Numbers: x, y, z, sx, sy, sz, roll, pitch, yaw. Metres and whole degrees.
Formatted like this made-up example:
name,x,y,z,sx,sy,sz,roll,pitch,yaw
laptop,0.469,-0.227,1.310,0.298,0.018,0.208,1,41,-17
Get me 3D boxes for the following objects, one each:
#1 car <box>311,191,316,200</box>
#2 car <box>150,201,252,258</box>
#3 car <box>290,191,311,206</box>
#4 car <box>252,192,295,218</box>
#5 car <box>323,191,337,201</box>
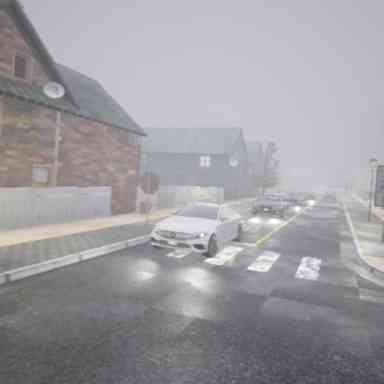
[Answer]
name,x,y,z,sx,sy,sz,roll,pitch,yaw
car,17.151,0.473,48.915,1.895,1.301,4.718,4,3,24
car,0.419,1.059,11.118,1.812,1.442,4.674,4,3,24
car,10.796,0.639,34.686,2.033,1.411,5.357,4,3,24
car,5.420,0.884,22.489,1.994,1.385,4.181,4,3,24
car,20.603,0.543,49.681,2.033,1.411,5.357,4,3,24
